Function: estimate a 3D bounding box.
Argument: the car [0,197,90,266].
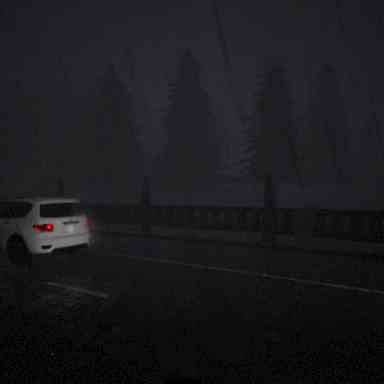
[{"bbox_3d":[-6.071,1.194,11.600,5.566,2.045,2.150,0,0,29],"label":"car"}]
